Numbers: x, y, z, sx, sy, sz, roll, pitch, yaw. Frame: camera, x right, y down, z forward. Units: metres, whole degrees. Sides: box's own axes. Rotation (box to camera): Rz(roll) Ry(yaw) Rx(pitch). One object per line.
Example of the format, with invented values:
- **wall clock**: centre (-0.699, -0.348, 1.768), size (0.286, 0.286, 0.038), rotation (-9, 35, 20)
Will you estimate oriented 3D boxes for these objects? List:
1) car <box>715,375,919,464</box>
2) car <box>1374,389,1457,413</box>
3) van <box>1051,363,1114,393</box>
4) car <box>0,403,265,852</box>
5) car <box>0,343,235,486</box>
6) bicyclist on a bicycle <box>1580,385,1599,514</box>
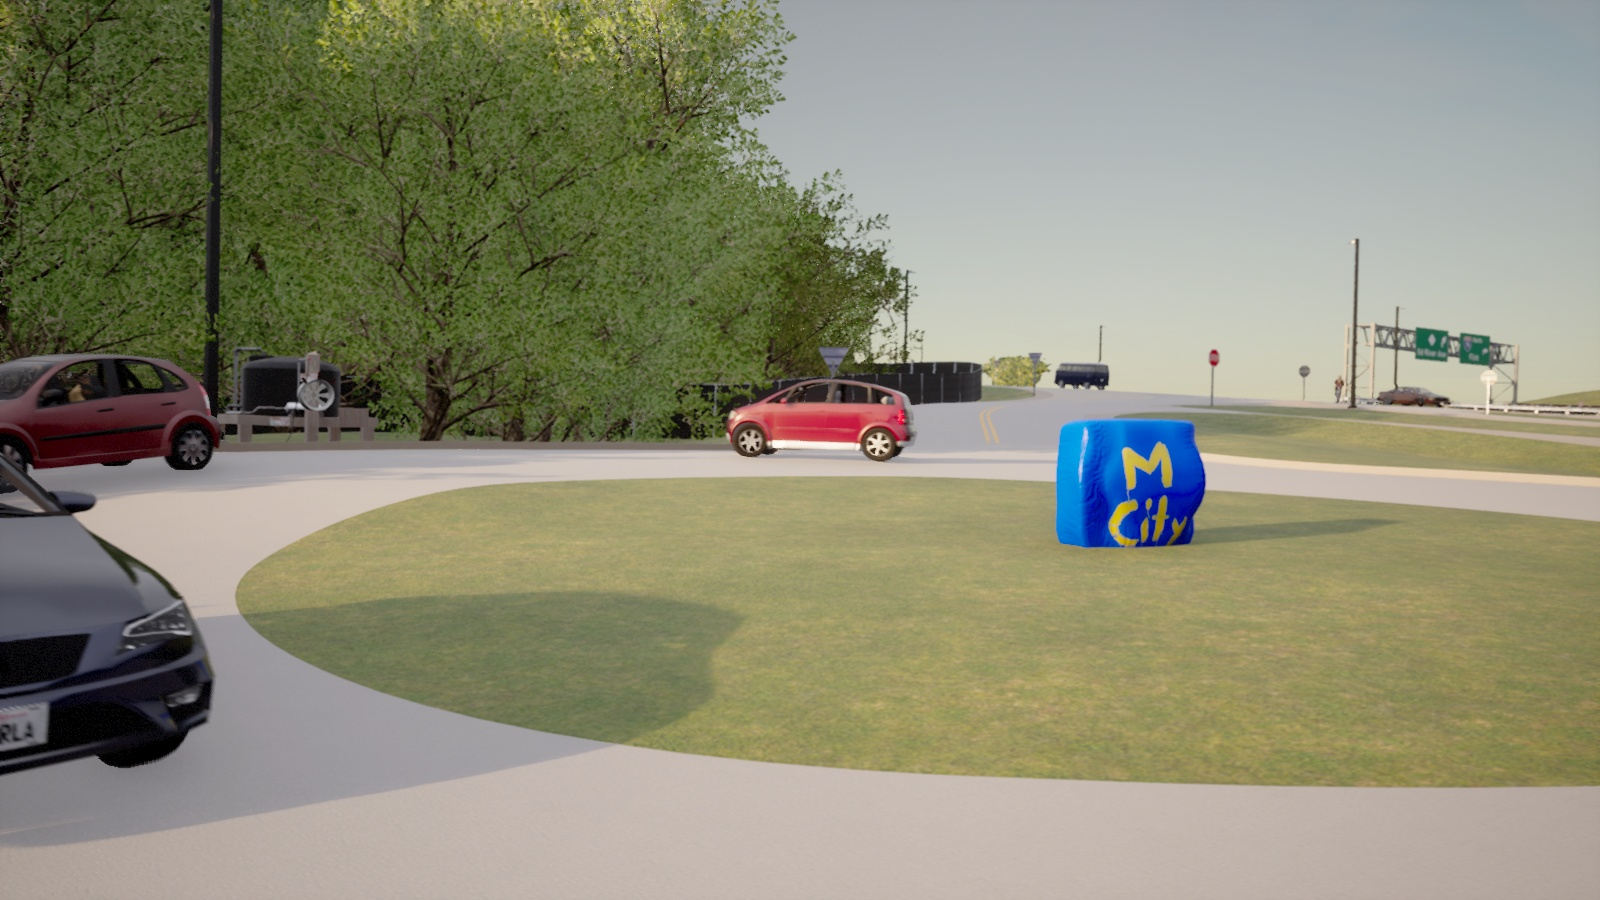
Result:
- **car**: centre (0.381, -0.603, 24.631), size (3.705, 1.549, 1.789), rotation (2, 2, 10)
- **car**: centre (42.957, -3.429, 87.808), size (2.033, 1.411, 5.357), rotation (2, 3, -16)
- **van**: centre (20.621, -5.281, 91.893), size (1.775, 1.987, 4.442), rotation (1, 4, -33)
- **car**: centre (-4.367, 0.544, 5.705), size (4.193, 1.474, 1.816), rotation (4, 4, 39)
- **car**: centre (-9.640, -0.544, 16.283), size (1.851, 1.617, 3.988), rotation (3, 6, 23)
- **bicyclist on a bicycle**: centre (11.662, 0.023, 16.870), size (0.659, 1.776, 1.843), rotation (0, 3, -31)
